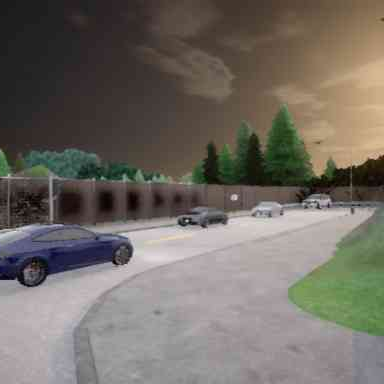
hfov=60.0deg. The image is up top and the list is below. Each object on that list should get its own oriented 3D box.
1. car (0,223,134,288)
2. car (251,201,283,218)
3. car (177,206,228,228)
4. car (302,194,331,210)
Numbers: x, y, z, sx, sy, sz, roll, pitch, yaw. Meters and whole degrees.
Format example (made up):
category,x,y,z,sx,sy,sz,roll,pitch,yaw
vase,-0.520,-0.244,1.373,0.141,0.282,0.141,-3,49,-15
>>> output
category,x,y,z,sx,sy,sz,roll,pitch,yaw
car,-3.787,1.610,9.602,1.812,1.442,4.674,-1,-1,36
car,7.391,1.647,32.325,1.812,1.442,4.674,-1,0,36
car,0.824,1.684,23.127,1.994,1.385,4.181,-1,0,36
car,17.084,1.344,45.521,2.150,2.045,5.566,-1,-1,44
